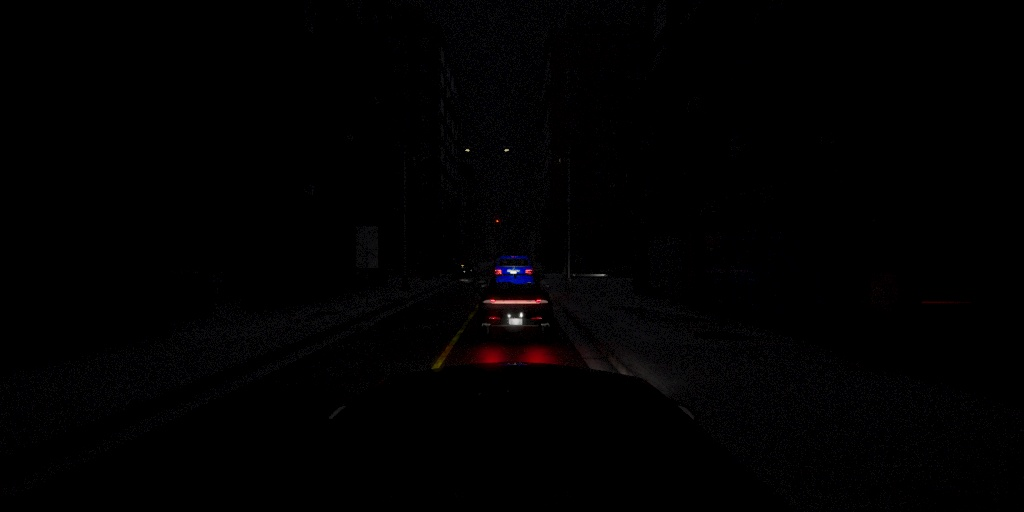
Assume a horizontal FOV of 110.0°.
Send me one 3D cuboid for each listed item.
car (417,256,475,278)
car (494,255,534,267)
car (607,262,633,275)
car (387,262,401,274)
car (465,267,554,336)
[{"bbox_3d":[-6.248,0.977,33.628,5.566,2.045,2.150,0,-1,22],"label":"car"},{"bbox_3d":[0.103,0.971,20.668,2.150,2.045,5.566,0,0,1],"label":"car"},{"bbox_3d":[12.159,1.317,37.689,4.181,1.385,1.994,0,0,0],"label":"car"},{"bbox_3d":[-14.659,1.289,40.328,4.313,1.339,1.948,0,0,0],"label":"car"},{"bbox_3d":[0.098,1.241,10.356,2.128,1.511,4.902,0,0,0],"label":"car"}]
